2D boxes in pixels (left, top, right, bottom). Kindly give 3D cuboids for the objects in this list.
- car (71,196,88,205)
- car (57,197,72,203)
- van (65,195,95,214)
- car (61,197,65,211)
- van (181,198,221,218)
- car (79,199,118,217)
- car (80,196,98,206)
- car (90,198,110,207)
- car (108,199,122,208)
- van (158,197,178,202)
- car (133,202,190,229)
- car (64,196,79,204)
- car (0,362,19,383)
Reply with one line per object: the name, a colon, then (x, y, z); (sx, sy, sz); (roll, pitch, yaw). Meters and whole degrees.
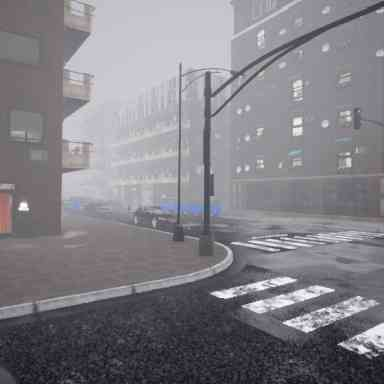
car: (-21.301, 1.606, 62.943); (1.967, 1.590, 4.097); (1, -1, -35)
car: (-27.655, 1.727, 72.152); (1.887, 1.381, 4.507); (1, -1, -35)
van: (-11.902, 1.361, 35.445); (1.690, 1.788, 3.998); (1, -1, -35)
car: (-15.080, 1.581, 40.048); (2.008, 1.369, 4.403); (1, -1, -35)
van: (0.938, 1.439, 30.710); (1.690, 1.788, 3.998); (1, -1, -35)
car: (-8.727, 1.592, 30.839); (1.802, 1.307, 4.206); (1, -1, -35)
car: (-18.124, 1.597, 58.338); (1.967, 1.590, 4.097); (1, -1, -35)
car: (-14.948, 1.730, 53.732); (1.802, 1.307, 4.206); (1, -1, -35)
car: (-11.771, 1.683, 49.128); (1.887, 1.381, 4.507); (1, -1, -35)
van: (-2.239, 1.450, 35.315); (1.690, 1.788, 3.998); (1, -1, -35)
car: (-2.373, 1.540, 21.629); (2.008, 1.369, 4.403); (1, -1, -35)
car: (-24.477, 1.614, 67.548); (1.967, 1.590, 4.097); (1, -1, -35)
car: (-2.704, 1.564, 1.018); (4.181, 1.385, 1.994); (0, 0, -35)
